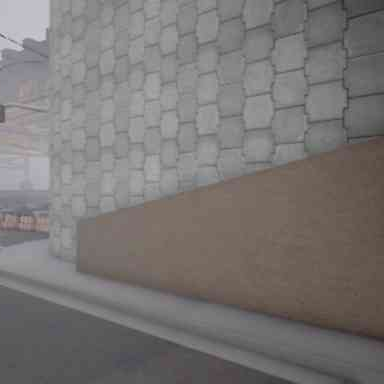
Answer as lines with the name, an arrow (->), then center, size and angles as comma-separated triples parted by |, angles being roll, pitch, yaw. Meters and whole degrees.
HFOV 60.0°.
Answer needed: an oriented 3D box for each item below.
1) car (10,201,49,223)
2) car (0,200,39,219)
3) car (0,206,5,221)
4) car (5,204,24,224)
car -> -10.188, 1.336, 23.994 | 4.536, 1.218, 1.853 | 0, 0, 1
car -> -13.938, 1.345, 26.807 | 1.853, 1.218, 4.536 | 0, 0, -9
car -> -13.929, 1.502, 26.756 | 2.038, 1.542, 4.974 | 0, 0, -9
car -> -10.240, 1.493, 23.994 | 4.974, 1.542, 2.038 | 0, 0, 1
